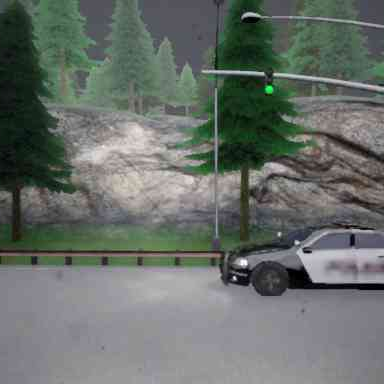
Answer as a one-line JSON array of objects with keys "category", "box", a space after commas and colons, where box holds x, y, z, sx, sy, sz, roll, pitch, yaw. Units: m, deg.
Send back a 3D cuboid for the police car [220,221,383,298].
[{"category": "police car", "box": [3.195, 1.510, 7.899, 4.974, 1.542, 2.038, 0, -1, 3]}]
